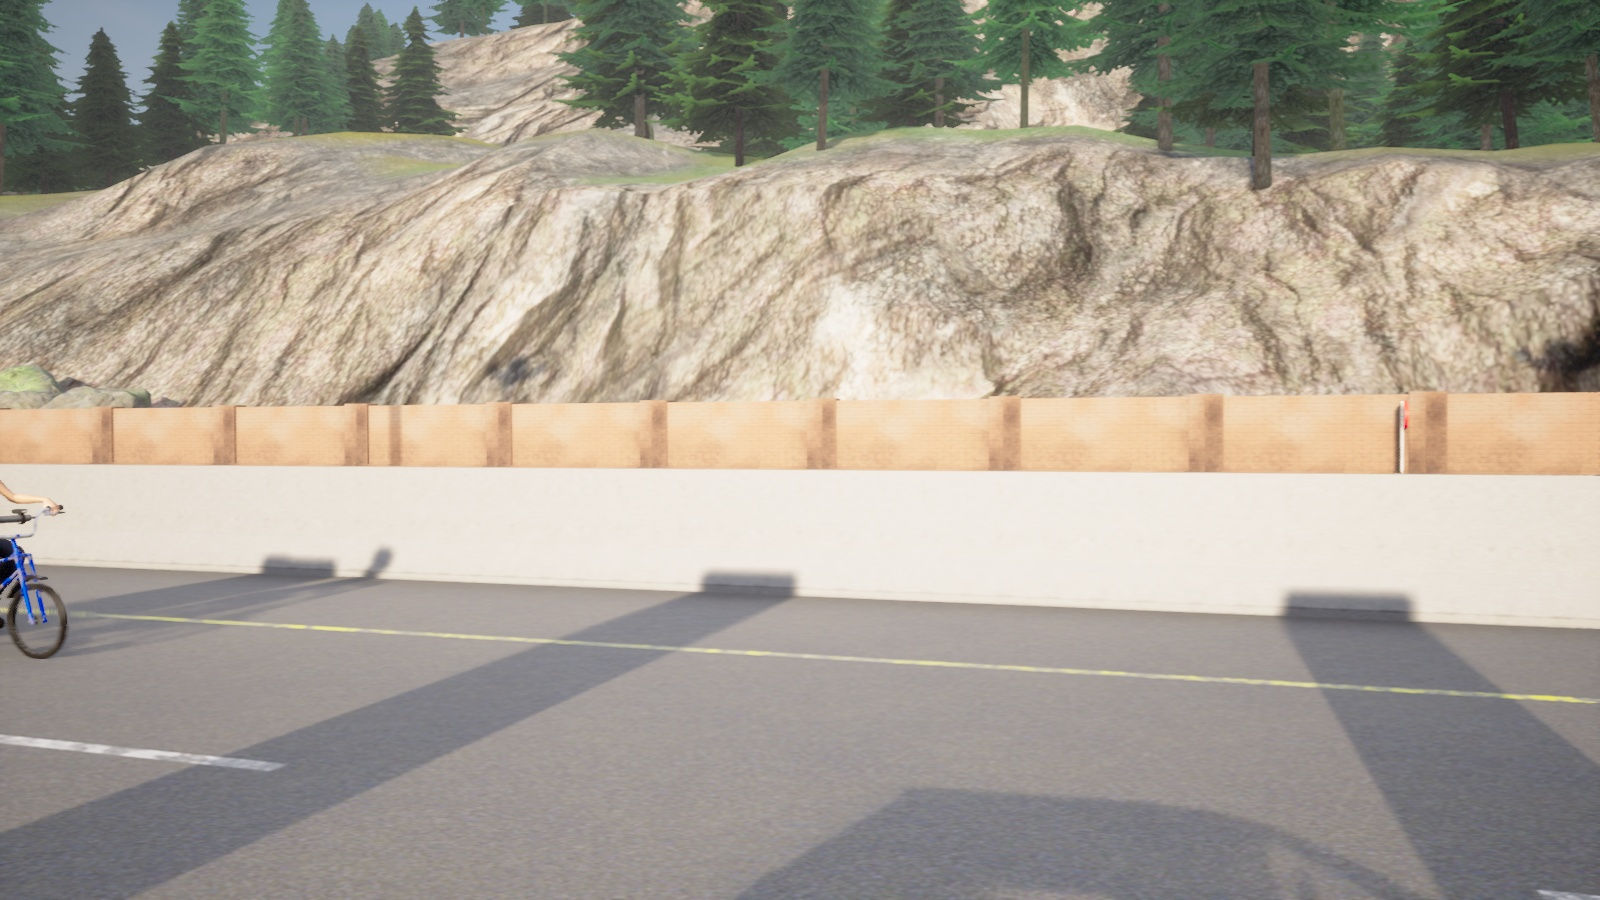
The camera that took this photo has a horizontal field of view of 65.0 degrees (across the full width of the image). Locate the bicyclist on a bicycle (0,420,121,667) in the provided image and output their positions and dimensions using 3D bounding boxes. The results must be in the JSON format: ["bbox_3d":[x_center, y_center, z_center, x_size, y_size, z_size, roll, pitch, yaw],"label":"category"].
[{"bbox_3d":[-5.732,0.599,8.846,1.509,1.612,0.866,1,1,19],"label":"bicyclist on a bicycle"}]
